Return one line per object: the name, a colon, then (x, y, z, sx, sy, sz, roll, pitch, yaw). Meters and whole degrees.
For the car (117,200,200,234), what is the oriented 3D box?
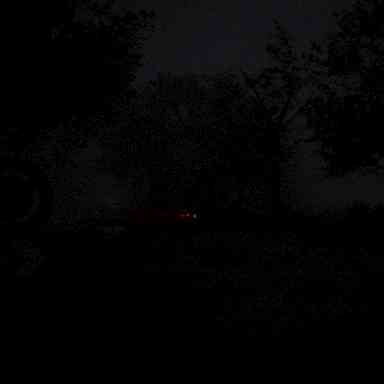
car: (-2.176, 1.716, 23.021, 5.566, 2.045, 2.150, -1, -2, 29)

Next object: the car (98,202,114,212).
car: (-16.528, 2.988, 62.754, 2.033, 1.411, 5.357, -2, -1, -6)
